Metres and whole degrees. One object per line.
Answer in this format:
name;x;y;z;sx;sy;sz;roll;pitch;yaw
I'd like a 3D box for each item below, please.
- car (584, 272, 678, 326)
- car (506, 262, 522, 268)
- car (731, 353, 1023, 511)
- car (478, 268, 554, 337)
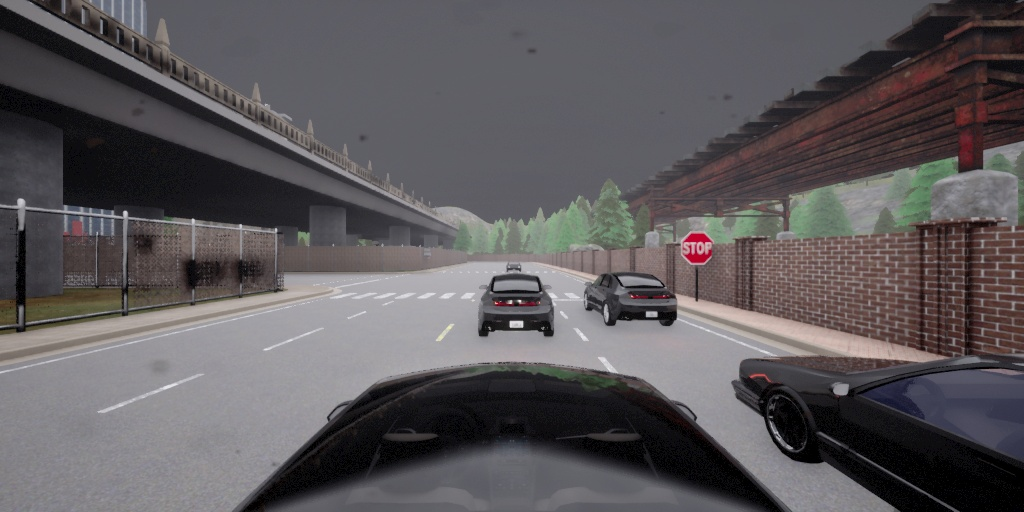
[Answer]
car;3.605;1.255;11.651;1.837;1.490;4.892;0;0;0
car;0.218;1.351;45.479;1.895;1.301;4.718;0;0;-1
car;3.600;1.297;1.904;2.033;1.411;5.357;0;0;0
car;0.103;1.255;10.293;1.837;1.490;4.892;0;0;0
